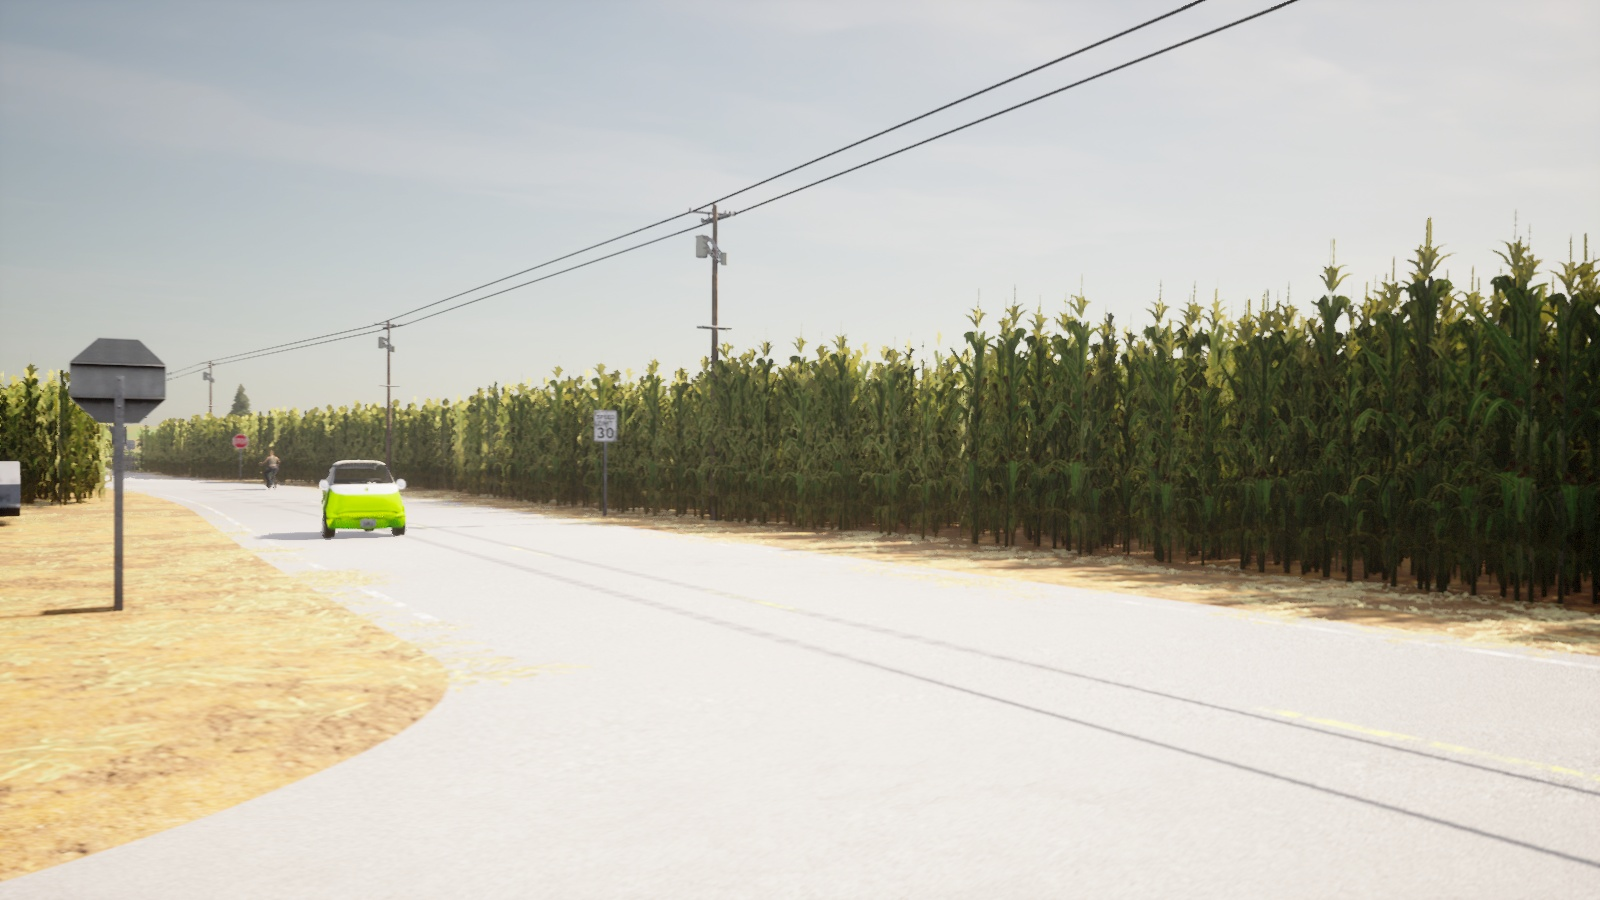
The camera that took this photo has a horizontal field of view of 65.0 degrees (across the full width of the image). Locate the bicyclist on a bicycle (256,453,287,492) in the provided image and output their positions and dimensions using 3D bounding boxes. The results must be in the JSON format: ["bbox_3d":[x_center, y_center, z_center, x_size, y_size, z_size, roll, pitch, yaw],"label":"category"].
[{"bbox_3d":[-21.885,0.914,52.035,0.866,1.612,1.509,0,0,-36],"label":"bicyclist on a bicycle"}]

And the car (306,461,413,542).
[{"bbox_3d":[-8.048,0.898,22.867,1.481,1.376,2.207,0,-1,-29],"label":"car"}]
